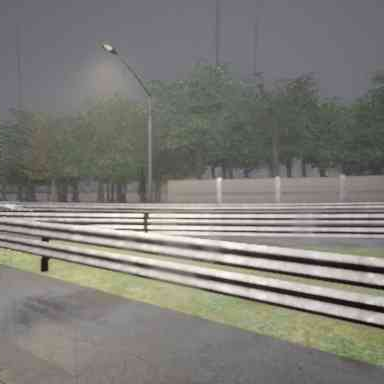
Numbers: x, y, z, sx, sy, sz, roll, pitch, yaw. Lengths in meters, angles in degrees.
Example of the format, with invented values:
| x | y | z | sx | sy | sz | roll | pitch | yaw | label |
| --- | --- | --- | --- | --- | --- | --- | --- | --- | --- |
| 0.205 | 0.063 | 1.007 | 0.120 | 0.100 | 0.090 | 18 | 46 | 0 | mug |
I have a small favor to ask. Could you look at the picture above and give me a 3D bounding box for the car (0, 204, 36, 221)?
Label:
| x | y | z | sx | sy | sz | roll | pitch | yaw | label |
| --- | --- | --- | --- | --- | --- | --- | --- | --- | --- |
| -12.842 | 1.534 | 22.398 | 4.674 | 1.442 | 1.812 | 1 | 0 | 12 | car |
